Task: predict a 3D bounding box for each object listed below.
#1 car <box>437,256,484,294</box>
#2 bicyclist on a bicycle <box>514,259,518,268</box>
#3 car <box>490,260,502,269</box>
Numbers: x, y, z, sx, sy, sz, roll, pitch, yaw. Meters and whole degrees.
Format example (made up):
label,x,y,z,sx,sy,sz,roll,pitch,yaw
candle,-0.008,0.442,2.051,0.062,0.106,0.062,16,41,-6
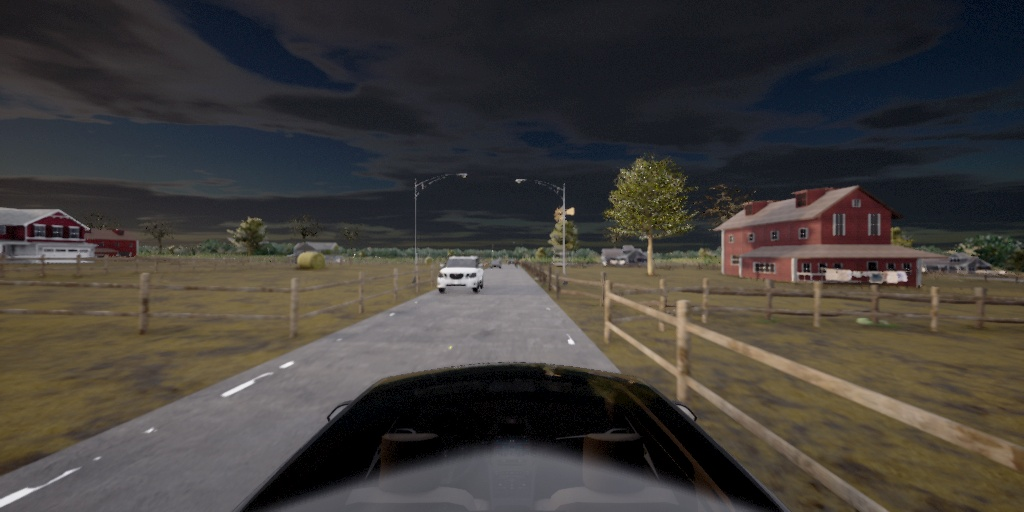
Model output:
label,x,y,z,sx,sy,sz,roll,pitch,yaw
car,-2.852,1.002,21.036,2.150,2.045,5.566,0,0,0
bicyclist on a bicycle,0.753,1.418,64.039,0.582,1.620,1.656,0,-1,0
car,-2.781,1.457,62.220,1.837,1.490,4.892,0,0,1
